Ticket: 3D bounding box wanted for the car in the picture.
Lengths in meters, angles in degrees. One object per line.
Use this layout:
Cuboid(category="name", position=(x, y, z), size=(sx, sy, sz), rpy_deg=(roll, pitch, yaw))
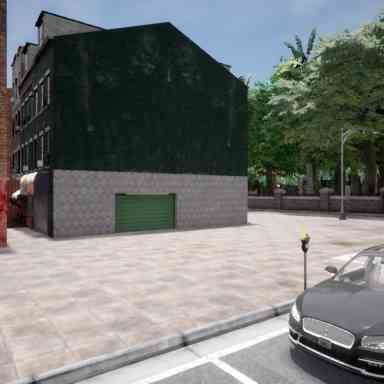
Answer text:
Cuboid(category="car", position=(3.344, 1.551, 5.196), size=(4.403, 1.369, 2.008), rpy_deg=(0, 0, -35))
